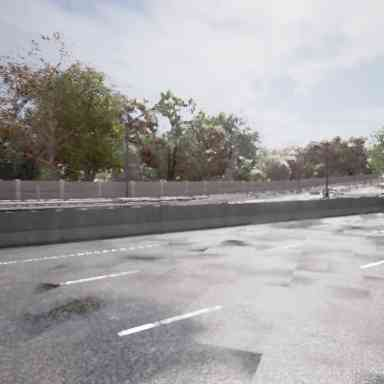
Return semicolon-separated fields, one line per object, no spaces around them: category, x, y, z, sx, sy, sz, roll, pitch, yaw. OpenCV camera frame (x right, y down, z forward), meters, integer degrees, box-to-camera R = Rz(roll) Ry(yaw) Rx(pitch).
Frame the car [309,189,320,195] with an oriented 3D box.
car;28.594;0.007;77.361;1.812;1.442;4.674;-1;1;32
